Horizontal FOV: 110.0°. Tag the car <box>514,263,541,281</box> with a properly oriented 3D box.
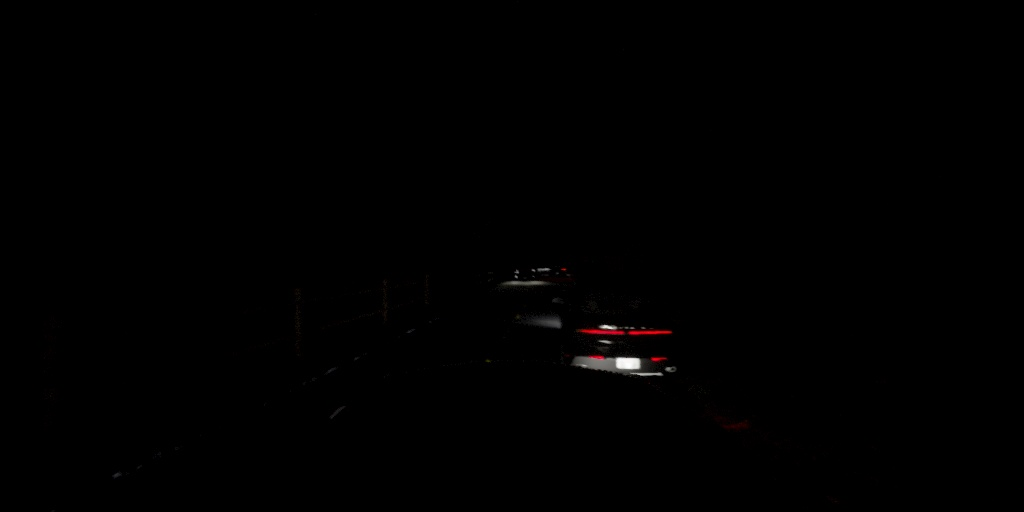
[{"bbox_3d":[1.431,1.441,34.639,2.097,1.767,4.553,-1,-1,7],"label":"car"}]

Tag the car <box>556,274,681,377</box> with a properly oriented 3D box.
[{"bbox_3d":[1.936,1.298,7.488,1.837,1.490,4.892,-1,-1,7],"label":"car"}]

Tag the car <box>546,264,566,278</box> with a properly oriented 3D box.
[{"bbox_3d":[5.096,1.630,40.299,1.812,1.442,4.674,-1,-1,7],"label":"car"}]
